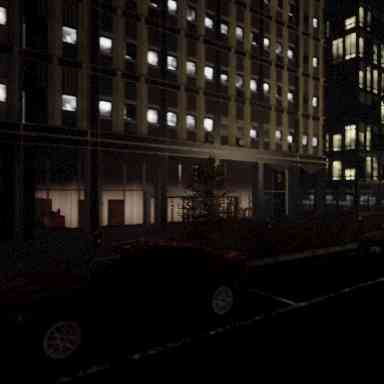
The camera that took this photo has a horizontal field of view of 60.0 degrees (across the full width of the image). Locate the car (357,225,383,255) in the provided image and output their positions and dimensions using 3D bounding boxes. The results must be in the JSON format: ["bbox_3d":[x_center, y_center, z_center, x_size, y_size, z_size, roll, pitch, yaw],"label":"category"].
[{"bbox_3d":[7.897,1.539,12.194,4.829,1.417,1.752,0,0,-36],"label":"car"}]

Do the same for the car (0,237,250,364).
[{"bbox_3d":[-0.979,1.547,5.859,4.507,1.381,1.887,0,0,-36],"label":"car"}]
